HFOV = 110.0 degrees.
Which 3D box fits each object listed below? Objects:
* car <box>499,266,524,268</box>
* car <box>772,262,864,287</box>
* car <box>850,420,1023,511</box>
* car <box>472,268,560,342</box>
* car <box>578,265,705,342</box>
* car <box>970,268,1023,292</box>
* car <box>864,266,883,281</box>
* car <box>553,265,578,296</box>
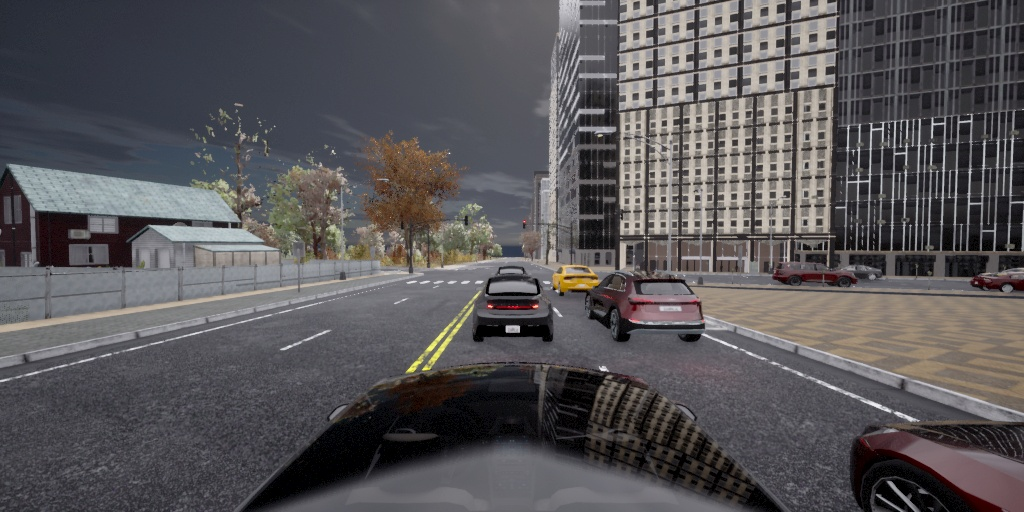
[{"bbox_3d":[-0.029,1.251,18.441,1.837,1.490,4.892,0,0,0],"label":"car"},{"bbox_3d":[22.968,1.393,27.477,5.009,1.841,2.192,0,0,20],"label":"car"},{"bbox_3d":[3.352,1.254,0.529,2.163,1.488,4.792,0,0,0],"label":"car"},{"bbox_3d":[0.031,1.252,9.774,1.837,1.490,4.892,0,0,0],"label":"car"},{"bbox_3d":[3.335,1.177,9.790,2.033,1.649,4.856,0,0,0],"label":"car"},{"bbox_3d":[33.621,1.715,23.598,4.507,1.381,1.888,0,0,20],"label":"car"},{"bbox_3d":[30.991,1.468,32.939,4.403,1.370,2.007,0,0,20],"label":"car"},{"bbox_3d":[3.285,1.224,19.253,1.882,1.535,5.008,0,0,0],"label":"car"}]
